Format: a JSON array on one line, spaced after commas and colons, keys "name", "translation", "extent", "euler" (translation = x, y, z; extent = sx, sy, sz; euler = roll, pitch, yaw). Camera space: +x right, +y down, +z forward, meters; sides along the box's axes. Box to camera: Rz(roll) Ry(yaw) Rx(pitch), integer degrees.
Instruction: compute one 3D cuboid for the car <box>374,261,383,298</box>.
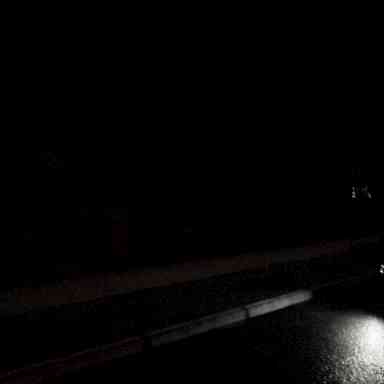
[{"name": "car", "translation": [5.841, 1.525, 7.222], "extent": [4.674, 1.442, 1.812], "euler": [0, 0, -35]}]
